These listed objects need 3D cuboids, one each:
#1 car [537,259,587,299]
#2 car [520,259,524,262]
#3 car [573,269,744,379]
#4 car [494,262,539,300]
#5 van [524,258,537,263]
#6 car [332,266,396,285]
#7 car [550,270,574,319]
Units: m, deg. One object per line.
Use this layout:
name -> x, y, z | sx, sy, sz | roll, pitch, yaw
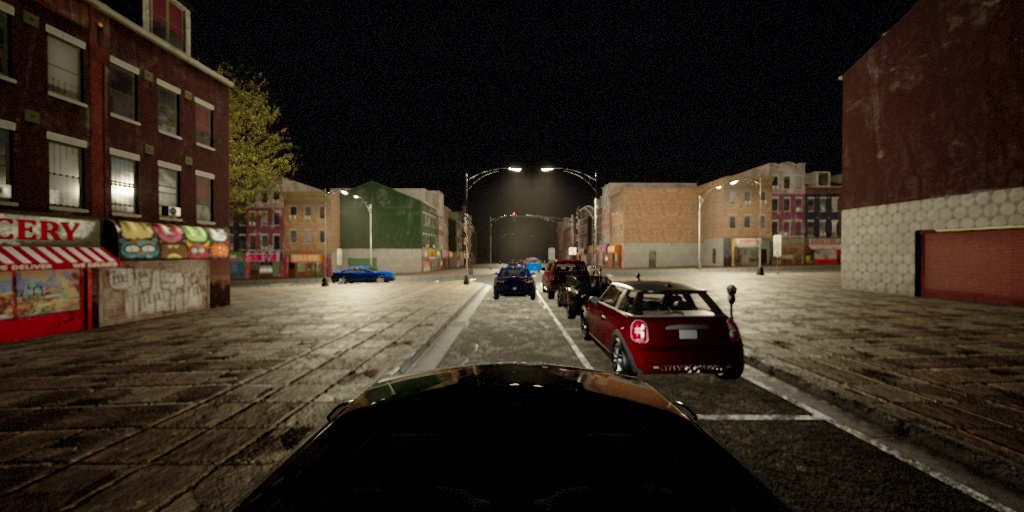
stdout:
car -> 2.652, 1.093, 18.090 | 2.192, 1.841, 5.009 | 0, 0, 0
car -> 2.683, 1.174, 49.856 | 2.192, 1.841, 5.009 | 0, 0, 0
car -> 2.642, 1.198, 7.285 | 1.967, 1.591, 4.097 | 0, 0, 0
car -> 0.131, 1.255, 17.808 | 1.882, 1.535, 5.008 | 0, 0, 1
van -> 2.678, 1.183, 44.451 | 1.690, 1.789, 3.998 | 0, 0, 0
car -> -12.280, 1.592, 29.835 | 5.008, 1.535, 1.882 | -1, 1, -1
car -> 2.647, 1.333, 12.687 | 1.948, 1.339, 4.313 | 0, 0, 0
